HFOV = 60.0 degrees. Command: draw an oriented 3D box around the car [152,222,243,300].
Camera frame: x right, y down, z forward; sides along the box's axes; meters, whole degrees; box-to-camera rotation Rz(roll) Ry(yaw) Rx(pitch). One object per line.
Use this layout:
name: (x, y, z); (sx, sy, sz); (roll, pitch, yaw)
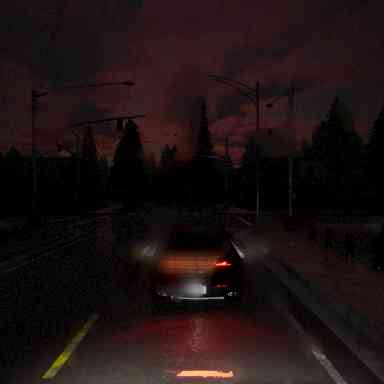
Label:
car: (0.110, 1.505, 8.370); (1.837, 1.490, 4.892); (0, 0, 0)
